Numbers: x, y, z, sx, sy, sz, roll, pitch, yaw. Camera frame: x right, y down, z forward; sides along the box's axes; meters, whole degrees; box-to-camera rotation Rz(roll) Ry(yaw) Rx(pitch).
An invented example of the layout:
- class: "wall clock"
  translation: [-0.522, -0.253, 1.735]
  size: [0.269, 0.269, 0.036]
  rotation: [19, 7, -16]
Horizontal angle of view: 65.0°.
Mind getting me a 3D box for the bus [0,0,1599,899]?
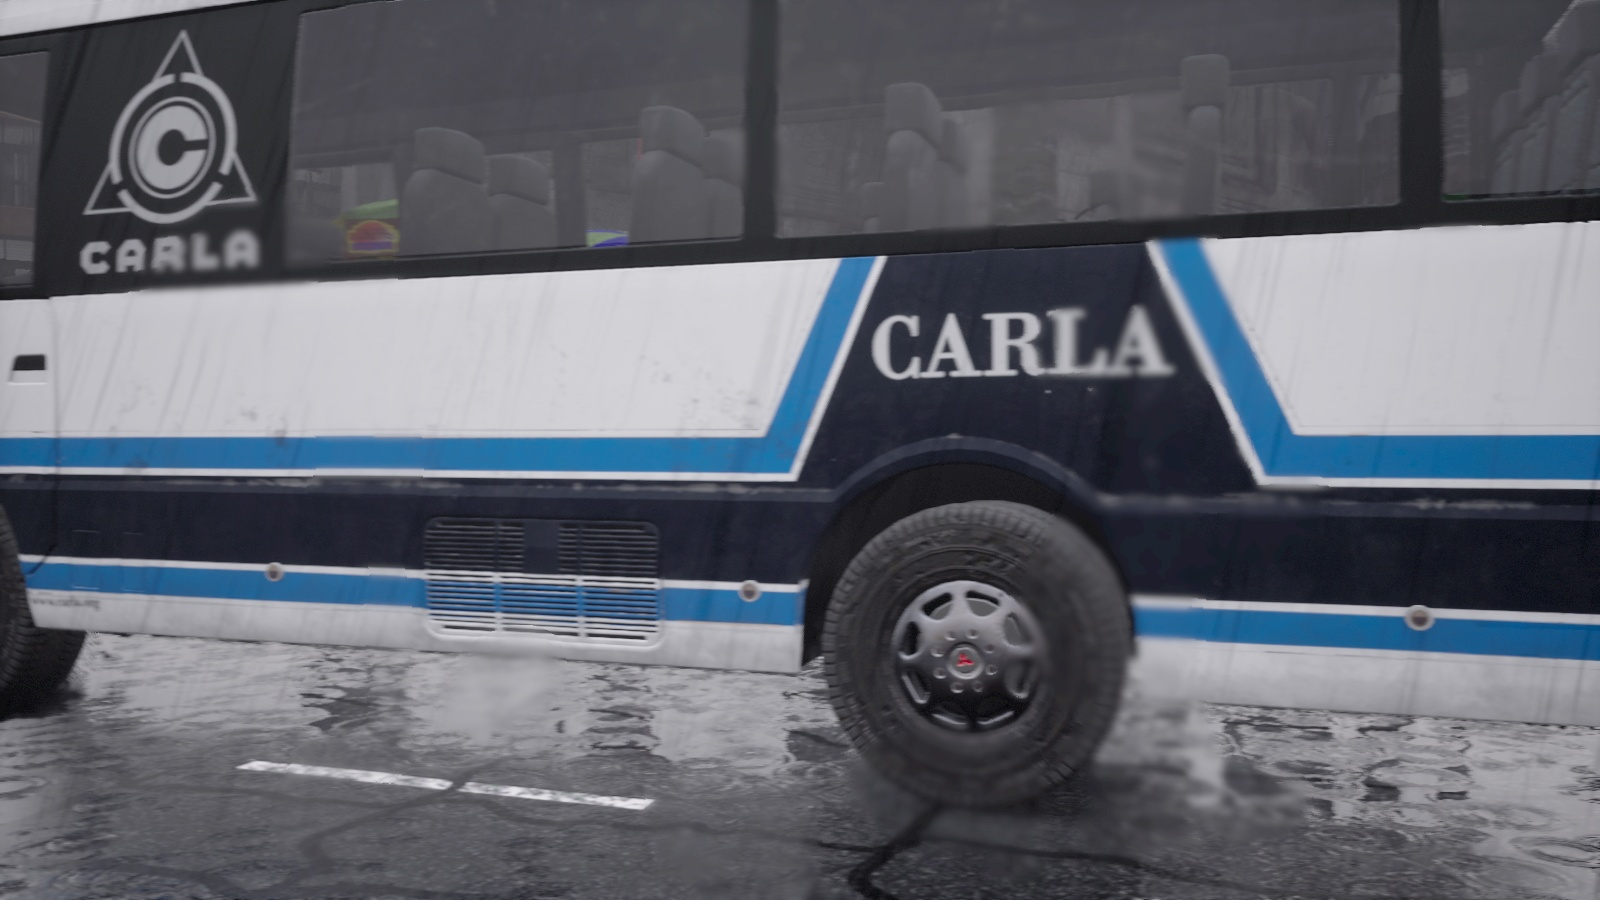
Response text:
- class: "bus"
  translation: [-1.413, -0.673, 7.340]
  size: [10.273, 4.253, 3.944]
  rotation: [1, 1, 19]
